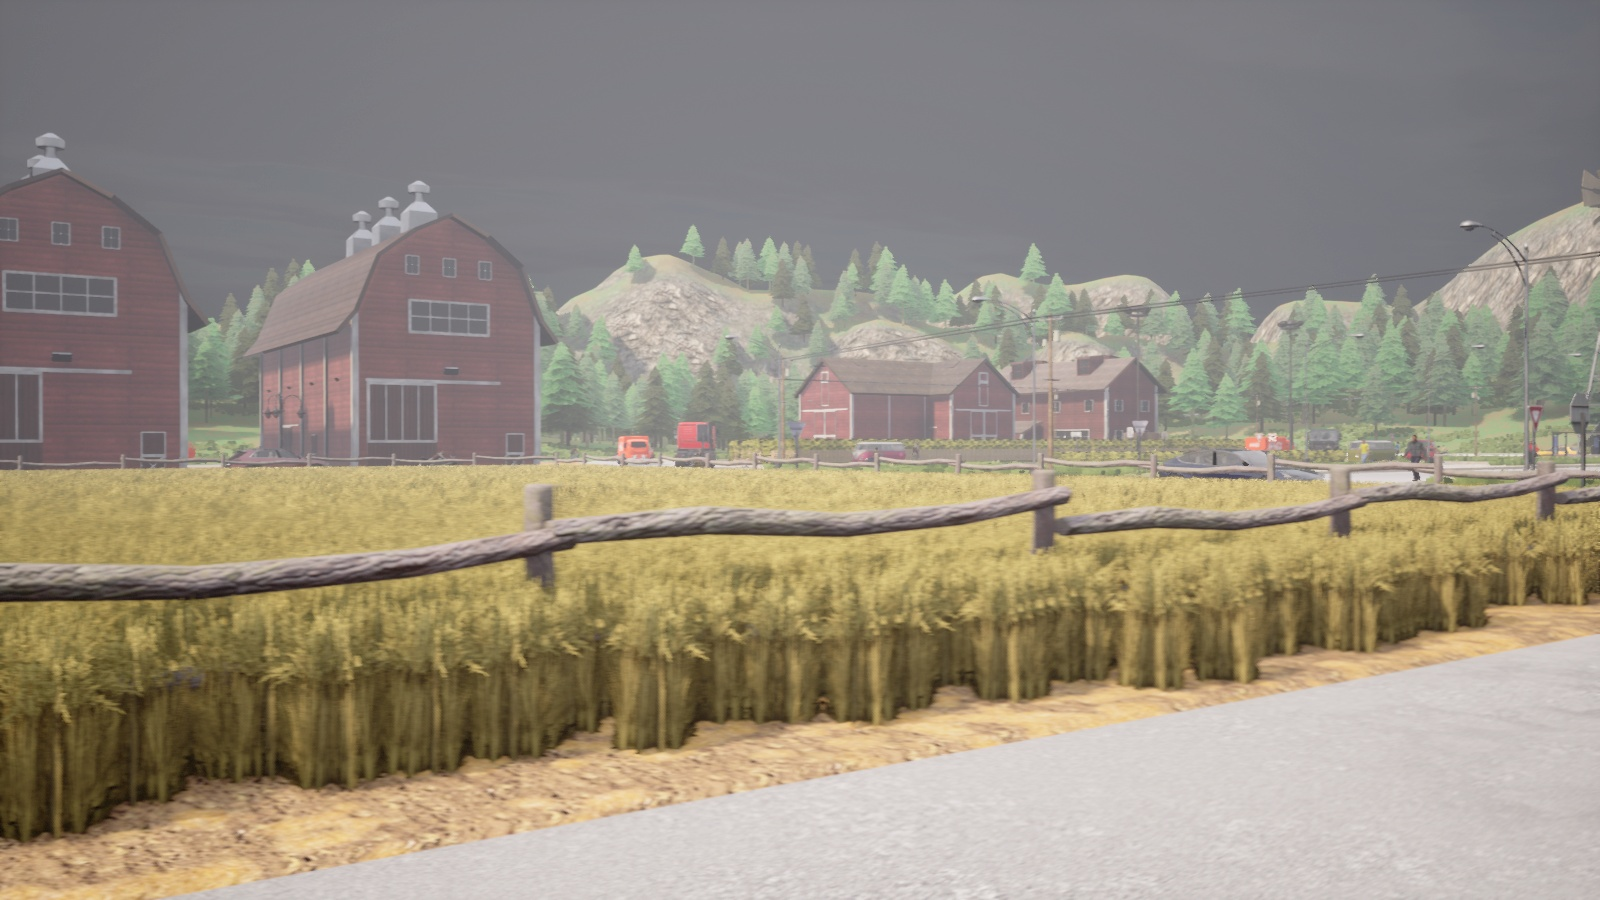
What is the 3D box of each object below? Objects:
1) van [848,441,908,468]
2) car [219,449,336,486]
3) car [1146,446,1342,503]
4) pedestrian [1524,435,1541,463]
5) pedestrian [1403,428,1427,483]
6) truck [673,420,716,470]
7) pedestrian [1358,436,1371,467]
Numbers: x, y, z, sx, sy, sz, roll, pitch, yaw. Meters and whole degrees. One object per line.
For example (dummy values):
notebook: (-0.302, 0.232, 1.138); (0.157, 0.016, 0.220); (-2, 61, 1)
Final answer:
van: (5.987, 0.352, 96.486); (4.442, 1.987, 1.775); (-1, 0, -35)
car: (-25.193, 0.824, 60.658); (4.856, 1.649, 2.033); (-1, 0, -38)
car: (12.290, 0.641, 35.077); (2.163, 1.488, 4.792); (-1, 0, -35)
pedestrian: (48.932, -0.059, 83.885); (0.899, 1.844, 0.634); (-1, 0, -35)
pedestrian: (22.035, 0.206, 44.993); (0.788, 1.949, 0.423); (-1, 0, -35)
truck: (-7.485, -0.357, 89.946); (2.891, 3.462, 7.936); (0, 0, -4)
pedestrian: (32.756, 0.083, 72.870); (0.706, 1.836, 0.354); (-1, 0, -38)
